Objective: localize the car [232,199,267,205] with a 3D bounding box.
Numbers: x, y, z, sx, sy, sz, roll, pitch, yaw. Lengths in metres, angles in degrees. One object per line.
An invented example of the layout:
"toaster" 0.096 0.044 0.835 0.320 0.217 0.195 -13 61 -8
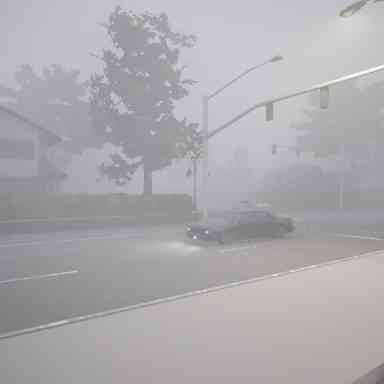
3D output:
"car" 5.917 1.443 33.384 1.812 1.442 4.674 0 0 -37

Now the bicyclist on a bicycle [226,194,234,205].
"bicyclist on a bicycle" 5.885 1.176 51.080 1.656 1.620 0.582 0 0 -36

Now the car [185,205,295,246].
"car" 2.372 1.510 15.319 5.357 1.411 2.033 0 0 -32

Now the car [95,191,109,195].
"car" -20.436 0.855 75.241 2.150 2.045 5.566 0 0 -36
